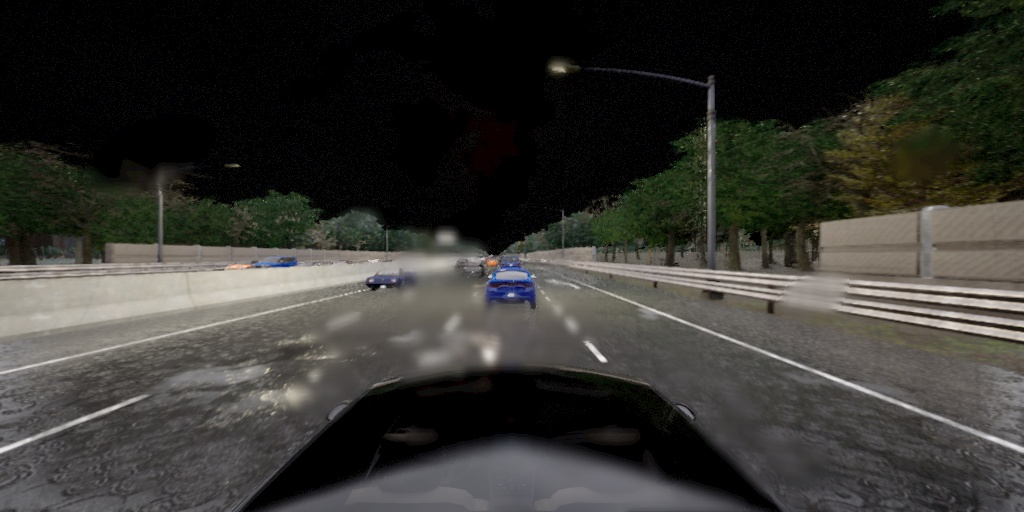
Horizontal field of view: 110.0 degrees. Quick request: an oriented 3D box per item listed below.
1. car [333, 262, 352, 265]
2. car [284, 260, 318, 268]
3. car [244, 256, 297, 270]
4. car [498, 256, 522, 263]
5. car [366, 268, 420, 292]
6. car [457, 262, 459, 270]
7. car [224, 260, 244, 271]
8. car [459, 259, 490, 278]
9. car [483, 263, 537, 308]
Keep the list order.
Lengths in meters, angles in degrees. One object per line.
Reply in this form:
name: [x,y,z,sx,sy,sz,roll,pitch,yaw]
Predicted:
car: [-17.691,1.343,37.207,1.812,1.442,4.674,0,0,0]
car: [-21.190,1.384,37.334,1.994,1.385,4.181,0,0,0]
car: [-24.686,1.044,37.536,2.150,2.045,5.566,0,0,0]
car: [-0.124,1.034,38.560,2.150,2.045,5.566,0,0,0]
car: [-7.032,1.387,21.755,1.895,1.301,4.718,0,0,0]
car: [-7.264,1.343,54.517,1.837,1.490,4.892,0,0,-1]
car: [-28.191,1.176,38.313,2.097,1.767,4.553,0,0,0]
car: [-3.602,1.300,35.321,2.128,1.511,4.902,0,0,0]
car: [-0.014,1.250,15.333,1.882,1.535,5.008,0,0,0]
